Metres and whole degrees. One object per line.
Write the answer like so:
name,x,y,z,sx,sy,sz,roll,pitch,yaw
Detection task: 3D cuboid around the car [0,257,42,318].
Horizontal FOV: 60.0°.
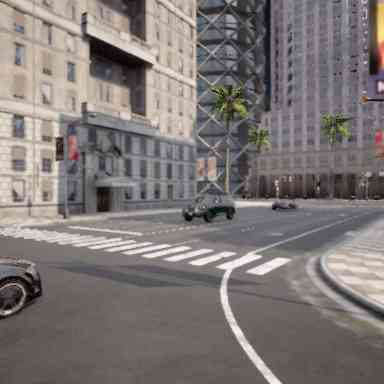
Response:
car,-4.776,1.575,5.509,1.994,1.385,4.181,0,0,35

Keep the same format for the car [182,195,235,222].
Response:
car,1.468,1.243,26.697,2.150,2.045,5.566,0,0,35

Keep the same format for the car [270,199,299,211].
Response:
car,11.389,1.570,40.577,2.033,1.411,5.357,0,0,36
